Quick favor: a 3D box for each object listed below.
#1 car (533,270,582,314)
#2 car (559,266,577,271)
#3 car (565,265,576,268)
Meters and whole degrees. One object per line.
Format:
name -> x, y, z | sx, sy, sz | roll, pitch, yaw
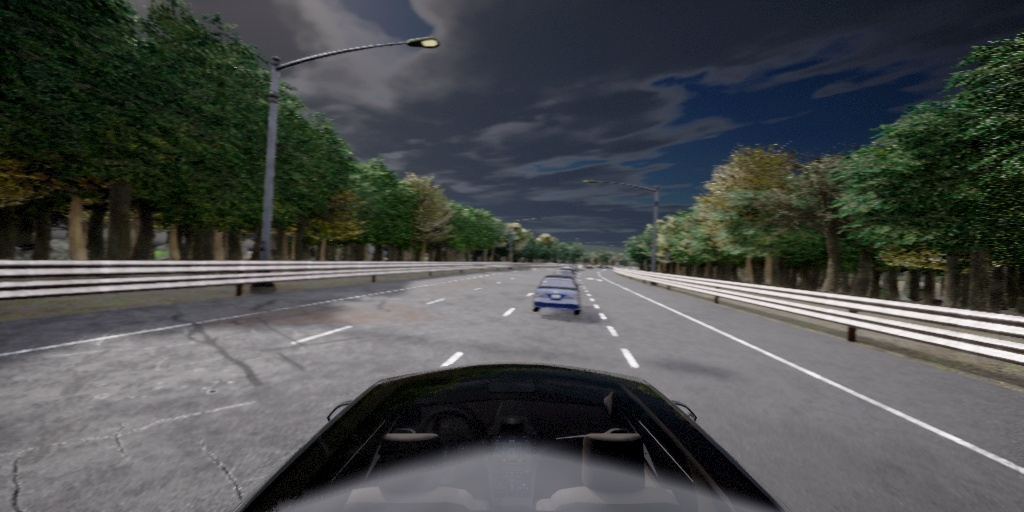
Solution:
car -> 1.957, 1.531, 15.271 | 2.033, 1.411, 5.357 | 3, -1, 9
car -> 4.575, 1.885, 32.095 | 1.895, 1.301, 4.718 | 3, -1, 9
car -> 7.766, 2.117, 51.344 | 1.882, 1.535, 5.008 | 3, -1, 10
